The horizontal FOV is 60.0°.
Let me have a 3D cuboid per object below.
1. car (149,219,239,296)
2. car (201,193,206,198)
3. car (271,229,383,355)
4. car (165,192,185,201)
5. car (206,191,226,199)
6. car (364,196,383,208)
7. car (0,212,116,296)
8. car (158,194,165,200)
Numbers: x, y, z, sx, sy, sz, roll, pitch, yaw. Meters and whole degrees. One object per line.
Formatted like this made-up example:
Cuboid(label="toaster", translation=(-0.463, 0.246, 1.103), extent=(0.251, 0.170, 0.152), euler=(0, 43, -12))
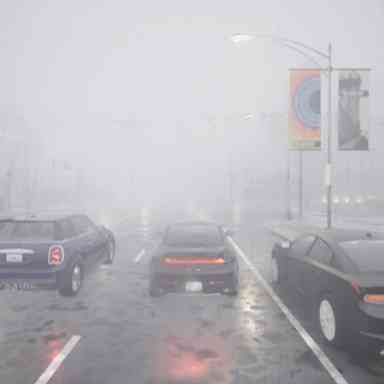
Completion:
Cuboid(label="car", translation=(0.049, 1.444, 8.440), extent=(1.837, 1.490, 4.892), euler=(0, 0, 0))
Cuboid(label="car", translation=(4.520, 0.744, 85.482), extent=(4.553, 1.767, 2.097), euler=(0, 1, -44))
Cuboid(label="car", translation=(2.892, 1.434, 6.281), extent=(2.097, 1.535, 5.008), euler=(0, 0, 0))
Cuboid(label="car", translation=(-3.100, 0.861, 69.100), extent=(2.097, 1.767, 4.553), euler=(0, 0, 23))
Cuboid(label="car", translation=(6.359, 0.766, 82.413), extent=(4.553, 1.767, 2.097), euler=(0, 1, -44))
Cuboid(label="car", translation=(23.585, 1.202, 40.555), extent=(4.902, 1.511, 2.128), euler=(0, 0, -1))
Cuboid(label="car", translation=(-3.450, 1.289, 8.621), extent=(2.097, 1.767, 4.553), euler=(0, 0, 0))
Cuboid(label="car", translation=(-5.390, 1.022, 72.364), extent=(2.033, 1.411, 5.357), euler=(0, 0, 26))
